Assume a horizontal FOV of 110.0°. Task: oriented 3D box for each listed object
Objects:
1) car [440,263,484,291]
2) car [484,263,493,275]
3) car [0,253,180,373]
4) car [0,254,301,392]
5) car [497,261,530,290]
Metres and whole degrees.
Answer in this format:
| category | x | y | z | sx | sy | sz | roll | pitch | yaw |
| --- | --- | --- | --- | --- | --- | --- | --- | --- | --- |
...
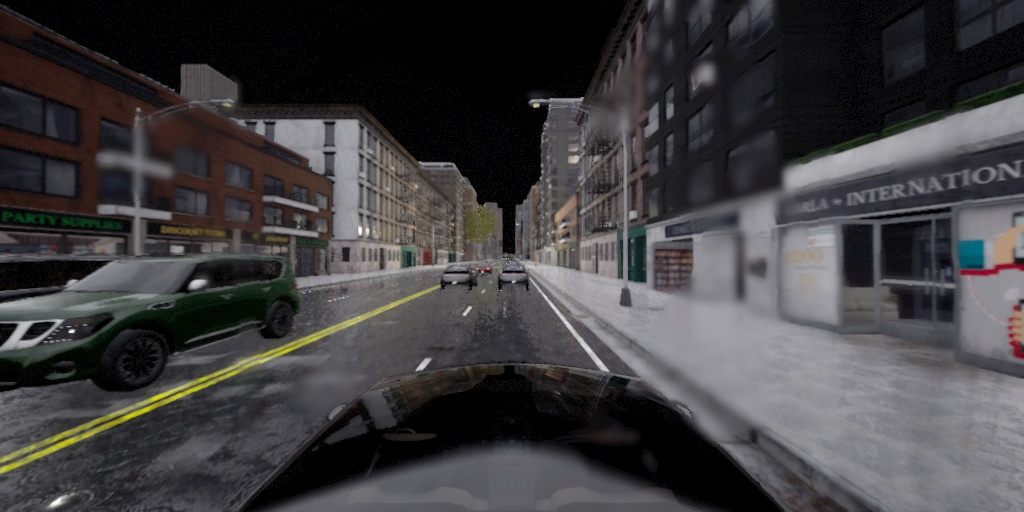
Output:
| category | x | y | z | sx | sy | sz | roll | pitch | yaw |
| --- | --- | --- | --- | --- | --- | --- | --- | --- | --- |
| car | -3.146 | 1.258 | 22.141 | 2.128 | 1.511 | 4.902 | 0 | 0 | 0 |
| car | -3.141 | 1.391 | 40.597 | 1.895 | 1.301 | 4.718 | 0 | 0 | 0 |
| car | -9.846 | 0.975 | 6.680 | 2.150 | 2.045 | 5.566 | 0 | 0 | 0 |
| car | -6.596 | 0.975 | 7.113 | 2.150 | 2.045 | 5.566 | 0 | 0 | 0 |
| car | 0.105 | 1.258 | 22.851 | 2.128 | 1.511 | 4.902 | 0 | 0 | 0 |
